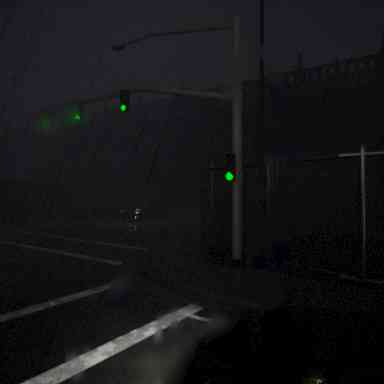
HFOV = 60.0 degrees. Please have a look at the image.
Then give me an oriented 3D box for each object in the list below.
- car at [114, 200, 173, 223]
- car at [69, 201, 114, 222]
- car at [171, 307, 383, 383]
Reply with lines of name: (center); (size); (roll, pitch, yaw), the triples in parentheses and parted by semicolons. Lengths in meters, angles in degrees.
car: (-3.601, 1.423, 26.706); (2.097, 1.767, 4.553); (0, 0, 35)
car: (-7.590, 1.550, 27.138); (1.882, 1.535, 5.008); (0, 0, 35)
car: (2.398, 1.547, 2.258); (5.357, 1.411, 2.033); (0, 0, 36)
